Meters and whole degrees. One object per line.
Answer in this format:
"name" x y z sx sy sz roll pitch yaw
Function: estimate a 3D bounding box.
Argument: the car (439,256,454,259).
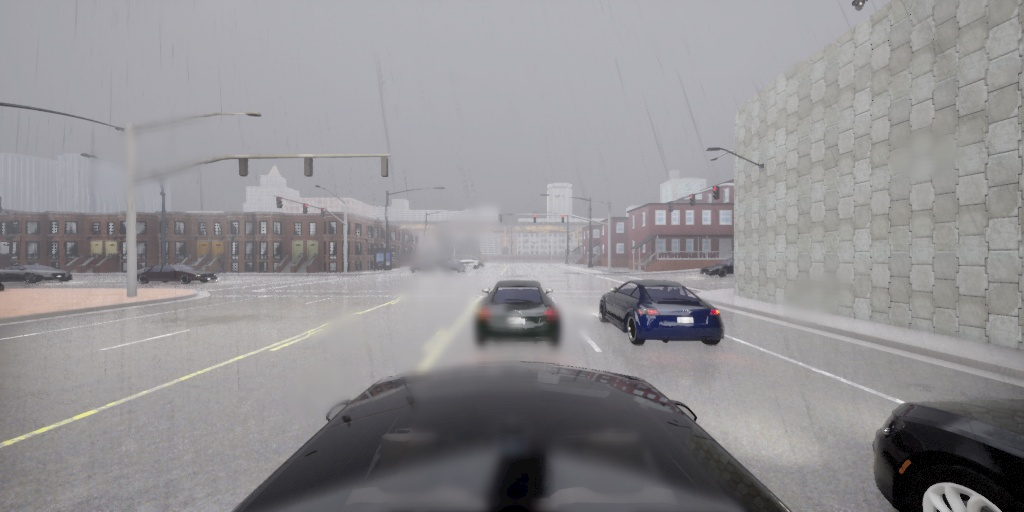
"car" -9.958 0.969 53.918 2.150 2.045 5.566 0 0 1

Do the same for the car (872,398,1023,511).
"car" 3.584 1.255 0.624 1.837 1.490 4.892 0 0 1

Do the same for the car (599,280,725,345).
"car" 3.668 1.314 9.536 1.994 1.385 4.181 0 0 1

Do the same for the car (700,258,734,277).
"car" 18.535 0.854 29.630 5.357 1.411 2.033 -5 0 1

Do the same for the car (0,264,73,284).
"car" -35.326 1.314 26.414 4.181 1.385 1.994 0 0 1

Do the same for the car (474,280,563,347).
"car" 0.164 1.314 9.377 1.994 1.385 4.181 0 0 1

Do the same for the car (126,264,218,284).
"car" -24.888 1.297 26.319 5.357 1.411 2.033 0 0 0

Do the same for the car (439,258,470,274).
"car" -6.611 1.298 41.679 2.033 1.411 5.357 0 0 1

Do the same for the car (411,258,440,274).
"car" -10.165 1.298 41.962 2.033 1.411 5.357 0 0 2

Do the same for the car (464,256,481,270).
"car" -6.451 0.974 54.602 2.150 2.045 5.566 0 0 1

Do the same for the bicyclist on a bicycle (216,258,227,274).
"bicyclist on a bicycle" -30.389 1.053 37.354 0.582 1.620 1.656 0 0 1
